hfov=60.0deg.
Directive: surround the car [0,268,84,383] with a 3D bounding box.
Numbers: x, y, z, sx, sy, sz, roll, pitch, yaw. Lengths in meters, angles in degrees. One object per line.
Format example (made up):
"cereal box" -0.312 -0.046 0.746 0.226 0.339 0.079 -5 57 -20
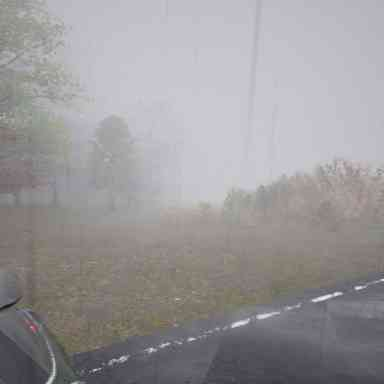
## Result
"car" -2.748 1.350 1.353 4.553 1.767 2.097 0 0 -35
